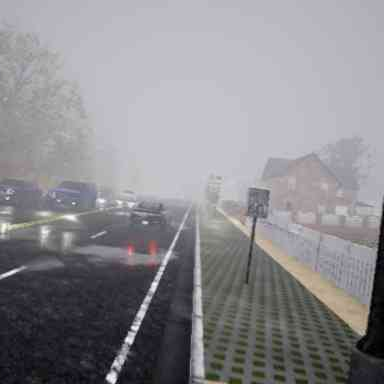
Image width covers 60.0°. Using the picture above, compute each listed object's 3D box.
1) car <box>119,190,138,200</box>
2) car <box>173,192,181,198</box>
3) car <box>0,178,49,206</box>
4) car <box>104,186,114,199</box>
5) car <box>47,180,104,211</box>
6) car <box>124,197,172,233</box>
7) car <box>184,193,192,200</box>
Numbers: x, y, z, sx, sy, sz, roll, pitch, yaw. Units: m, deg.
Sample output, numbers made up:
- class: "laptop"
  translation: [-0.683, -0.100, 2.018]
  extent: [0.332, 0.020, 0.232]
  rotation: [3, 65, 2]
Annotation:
- class: "car"
  translation: [-8.383, 0.480, 44.344]
  extent: [1.812, 1.442, 4.674]
  rotation: [8, 0, 1]
- class: "car"
  translation: [-4.430, 0.860, 95.297]
  extent: [1.837, 1.490, 4.892]
  rotation: [8, 0, 1]
- class: "car"
  translation: [-11.988, -0.138, 22.491]
  extent: [2.097, 1.767, 4.553]
  rotation: [8, 0, 1]
- class: "car"
  translation: [-11.608, 0.004, 43.993]
  extent: [2.128, 1.511, 4.902]
  rotation: [8, 0, 1]
- class: "car"
  translation: [-8.716, 0.156, 24.751]
  extent: [2.150, 2.045, 5.566]
  rotation: [8, 1, 1]
- class: "car"
  translation: [-2.295, 1.314, 19.076]
  extent: [2.128, 1.511, 4.902]
  rotation: [8, 0, 1]
- class: "car"
  translation: [-1.215, 1.290, 94.904]
  extent: [1.882, 1.535, 5.008]
  rotation: [8, 0, 1]
